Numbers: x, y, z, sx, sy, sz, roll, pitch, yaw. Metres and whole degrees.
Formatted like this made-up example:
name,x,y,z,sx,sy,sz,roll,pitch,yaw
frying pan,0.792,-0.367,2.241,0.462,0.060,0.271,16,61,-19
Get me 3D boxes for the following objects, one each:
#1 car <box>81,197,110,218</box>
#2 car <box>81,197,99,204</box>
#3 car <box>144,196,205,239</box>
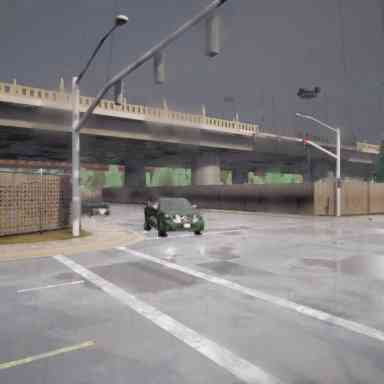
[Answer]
name,x,y,z,sx,sy,sz,roll,pitch,yaw
car,-9.287,1.546,31.316,2.128,1.511,4.902,0,0,-36
car,-19.747,1.619,64.291,1.994,1.385,4.181,0,0,-36
car,-1.148,1.266,18.297,2.150,2.045,5.566,0,-1,-20
